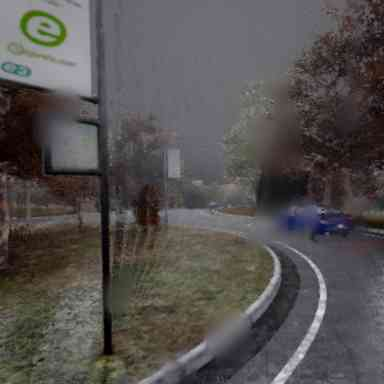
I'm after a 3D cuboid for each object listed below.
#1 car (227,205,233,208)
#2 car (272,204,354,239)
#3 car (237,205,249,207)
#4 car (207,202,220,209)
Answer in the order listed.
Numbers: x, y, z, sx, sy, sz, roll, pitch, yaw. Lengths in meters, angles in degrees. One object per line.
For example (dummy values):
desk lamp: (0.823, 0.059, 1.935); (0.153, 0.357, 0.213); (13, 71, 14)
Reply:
car: (9.113, 4.017, 82.578); (1.837, 1.490, 4.892); (-1, -5, 18)
car: (5.790, 1.359, 16.618); (1.882, 1.535, 5.008); (-1, -1, -13)
car: (11.644, 3.801, 79.021); (1.994, 1.385, 4.181); (-1, -5, 18)
car: (4.420, 2.869, 68.031); (1.882, 1.535, 5.008); (-1, -4, 18)
